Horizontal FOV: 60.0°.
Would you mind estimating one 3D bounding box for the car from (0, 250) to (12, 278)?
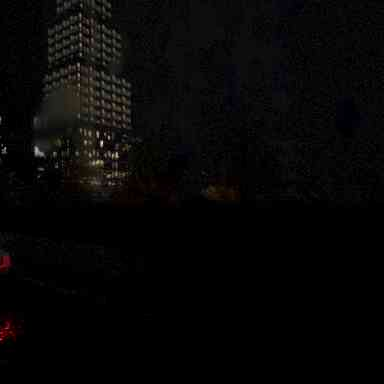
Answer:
[{"bbox_3d":[-6.591,1.611,8.359,4.718,1.301,1.895,0,0,36],"label":"car"}]
